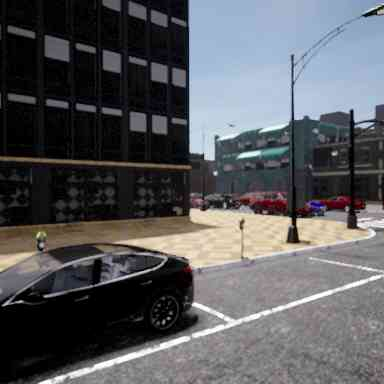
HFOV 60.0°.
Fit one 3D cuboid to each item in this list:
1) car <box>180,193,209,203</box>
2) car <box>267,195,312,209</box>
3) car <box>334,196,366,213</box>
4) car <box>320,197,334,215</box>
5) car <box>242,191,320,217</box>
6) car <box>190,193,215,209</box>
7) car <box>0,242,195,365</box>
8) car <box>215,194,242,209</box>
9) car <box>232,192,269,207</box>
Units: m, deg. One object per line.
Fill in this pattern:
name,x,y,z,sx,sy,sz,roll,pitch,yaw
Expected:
car,0.282,0.798,48.159,2.008,1.369,4.403,0,0,-36
car,10.107,1.037,34.731,1.802,1.307,4.206,0,0,-36
car,13.382,1.068,30.256,1.887,1.381,4.507,0,0,-36
car,8.590,1.080,26.980,1.812,1.442,4.674,0,1,-38
car,6.622,0.886,25.307,2.192,1.841,5.009,0,0,-36
car,0.068,1.017,34.260,1.802,1.307,4.206,0,0,-36
car,-1.936,1.551,5.170,4.313,1.339,1.947,-1,1,-35
car,3.102,0.944,34.486,1.837,1.490,4.892,0,1,-36
car,6.833,0.826,39.208,1.967,1.590,4.097,0,0,-36
